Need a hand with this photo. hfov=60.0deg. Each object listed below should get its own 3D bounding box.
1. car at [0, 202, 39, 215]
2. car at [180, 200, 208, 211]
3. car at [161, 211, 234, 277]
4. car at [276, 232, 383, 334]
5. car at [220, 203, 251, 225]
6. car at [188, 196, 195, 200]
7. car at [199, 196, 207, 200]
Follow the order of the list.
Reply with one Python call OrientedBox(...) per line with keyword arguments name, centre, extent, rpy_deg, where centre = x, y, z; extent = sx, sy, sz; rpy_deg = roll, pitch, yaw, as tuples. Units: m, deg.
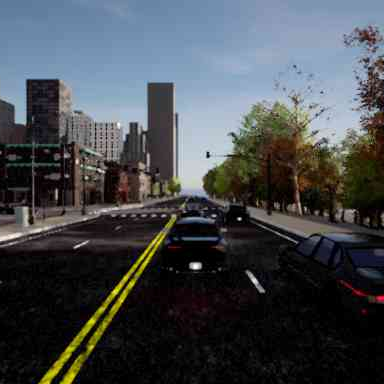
OrientedBox(name="car", centre=(-20.000, 2.030, 38.444), extent=(4.313, 1.339, 1.947), rpy_deg=(-1, 1, 0))
OrientedBox(name="car", centre=(0.070, 1.630, 25.642), extent=(2.128, 1.511, 4.902), rpy_deg=(0, 0, 0))
OrientedBox(name="car", centre=(0.088, 1.560, 10.437), extent=(1.837, 1.490, 4.892), rpy_deg=(0, -1, 0))
OrientedBox(name="car", centre=(3.344, 1.586, 7.188), extent=(2.033, 1.411, 5.357), rpy_deg=(0, 0, 0))
OrientedBox(name="car", centre=(3.321, 1.643, 25.700), extent=(1.837, 1.490, 4.892), rpy_deg=(0, 0, 0))
OrientedBox(name="car", centre=(-0.110, 1.983, 88.904), extent=(1.812, 1.442, 4.674), rpy_deg=(0, 0, 0))
OrientedBox(name="car", centre=(3.140, 1.982, 88.909), extent=(1.812, 1.442, 4.674), rpy_deg=(0, 0, 0))
